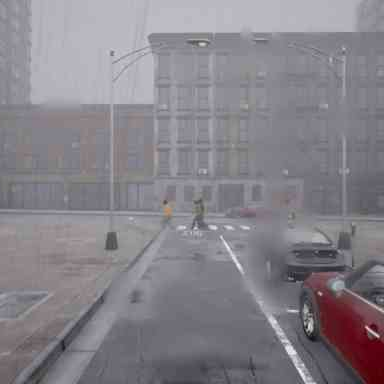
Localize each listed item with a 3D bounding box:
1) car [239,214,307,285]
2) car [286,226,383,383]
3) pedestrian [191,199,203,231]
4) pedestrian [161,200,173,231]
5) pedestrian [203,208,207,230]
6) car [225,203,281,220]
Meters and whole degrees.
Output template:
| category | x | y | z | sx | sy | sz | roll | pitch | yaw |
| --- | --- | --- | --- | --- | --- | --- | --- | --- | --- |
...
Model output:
| category | x | y | z | sx | sy | sz | roll | pitch | yaw |
| --- | --- | --- | --- | --- | --- | --- | --- | --- | --- |
| car | 2.693 | 1.553 | 9.274 | 2.008 | 1.369 | 4.403 | 0 | 0 | 0 |
| car | 2.664 | 1.441 | 3.771 | 1.967 | 1.590 | 4.097 | 0 | 0 | 0 |
| pedestrian | 0.274 | 1.298 | 19.207 | 0.375 | 1.860 | 0.375 | 0 | 0 | 0 |
| pedestrian | -1.390 | 1.298 | 18.623 | 0.375 | 1.860 | 0.375 | 0 | 0 | 0 |
| pedestrian | 0.541 | 1.301 | 19.812 | 0.375 | 1.860 | 0.375 | 0 | 0 | 0 |
| car | 5.142 | 1.679 | 28.365 | 4.674 | 1.442 | 1.812 | 1 | 0 | 1 |
